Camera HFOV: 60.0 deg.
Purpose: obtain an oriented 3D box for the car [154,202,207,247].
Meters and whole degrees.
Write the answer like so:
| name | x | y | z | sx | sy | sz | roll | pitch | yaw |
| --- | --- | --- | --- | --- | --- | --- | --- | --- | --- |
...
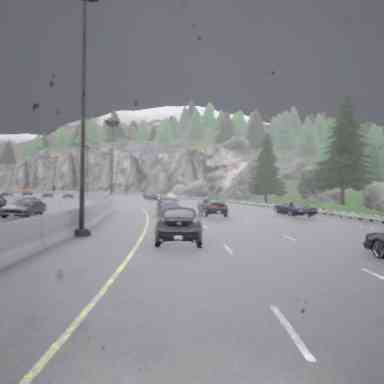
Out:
| name | x | y | z | sx | sy | sz | roll | pitch | yaw |
| --- | --- | --- | --- | --- | --- | --- | --- | --- | --- |
| car | -0.548 | 1.373 | 14.272 | 1.837 | 1.490 | 4.892 | 1 | 0 | -1 |

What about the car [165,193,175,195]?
| name | x | y | z | sx | sy | sz | roll | pitch | yaw |
| --- | --- | --- | --- | --- | --- | --- | --- | --- | --- |
| car | -4.194 | 0.920 | 62.983 | 1.812 | 1.442 | 4.674 | 1 | 0 | -23 |

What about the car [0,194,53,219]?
| name | x | y | z | sx | sy | sz | roll | pitch | yaw |
| --- | --- | --- | --- | --- | --- | --- | --- | --- | --- |
| car | -12.247 | 1.124 | 24.576 | 2.033 | 1.411 | 5.357 | 1 | 0 | -8 |

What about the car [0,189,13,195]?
| name | x | y | z | sx | sy | sz | roll | pitch | yaw |
| --- | --- | --- | --- | --- | --- | --- | --- | --- | --- |
| car | -15.990 | 0.853 | 25.671 | 2.097 | 1.767 | 4.553 | 1 | 1 | -9 |

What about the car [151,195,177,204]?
| name | x | y | z | sx | sy | sz | roll | pitch | yaw |
| --- | --- | --- | --- | --- | --- | --- | --- | --- | --- |
| car | -2.172 | 1.264 | 28.982 | 2.033 | 1.411 | 5.357 | 1 | 1 | -9 |

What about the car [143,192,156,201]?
| name | x | y | z | sx | sy | sz | roll | pitch | yaw |
| --- | --- | --- | --- | --- | --- | --- | --- | --- | --- |
| car | -7.950 | 0.818 | 62.975 | 2.128 | 1.511 | 4.902 | 1 | 0 | -23 |

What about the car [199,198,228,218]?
| name | x | y | z | sx | sy | sz | roll | pitch | yaw |
| --- | --- | --- | --- | --- | --- | --- | --- | --- | --- |
| car | 1.661 | 1.294 | 28.022 | 1.837 | 1.490 | 4.892 | 2 | 0 | -10 |

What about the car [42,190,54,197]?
| name | x | y | z | sx | sy | sz | roll | pitch | yaw |
| --- | --- | --- | --- | --- | --- | --- | --- | --- | --- |
| car | -28.473 | 0.378 | 65.710 | 1.882 | 1.535 | 5.008 | 1 | 1 | -26 |

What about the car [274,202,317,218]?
| name | x | y | z | sx | sy | sz | roll | pitch | yaw |
| --- | --- | --- | --- | --- | --- | --- | --- | --- | --- |
| car | 8.931 | 1.510 | 29.280 | 1.895 | 1.301 | 4.718 | 1 | 0 | -10 |

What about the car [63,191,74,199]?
| name | x | y | z | sx | sy | sz | roll | pitch | yaw |
| --- | --- | --- | --- | --- | --- | --- | --- | --- | --- |
| car | -23.670 | 0.567 | 63.754 | 1.812 | 1.442 | 4.674 | 1 | 1 | -24 |

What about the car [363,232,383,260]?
| name | x | y | z | sx | sy | sz | roll | pitch | yaw |
| --- | --- | --- | --- | --- | --- | --- | --- | --- | --- |
| car | 7.278 | 1.593 | 9.572 | 2.033 | 1.411 | 5.357 | 1 | 0 | -5 |

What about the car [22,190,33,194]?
| name | x | y | z | sx | sy | sz | roll | pitch | yaw |
| --- | --- | --- | --- | --- | --- | --- | --- | --- | --- |
| car | -34.295 | 0.226 | 69.314 | 1.895 | 1.301 | 4.718 | 1 | 1 | -28 |
